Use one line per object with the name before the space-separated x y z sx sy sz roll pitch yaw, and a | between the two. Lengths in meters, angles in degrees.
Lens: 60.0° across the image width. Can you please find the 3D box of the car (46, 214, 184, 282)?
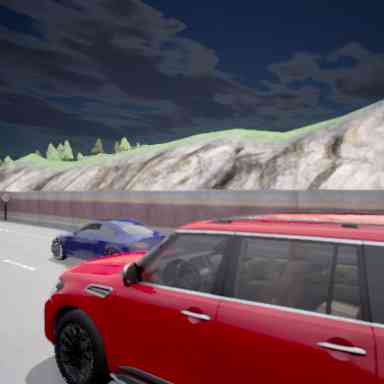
car | -2.635 1.564 10.646 4.674 1.442 1.812 0 0 39

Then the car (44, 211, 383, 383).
car | 0.725 1.237 3.555 5.566 2.045 2.150 0 0 36
